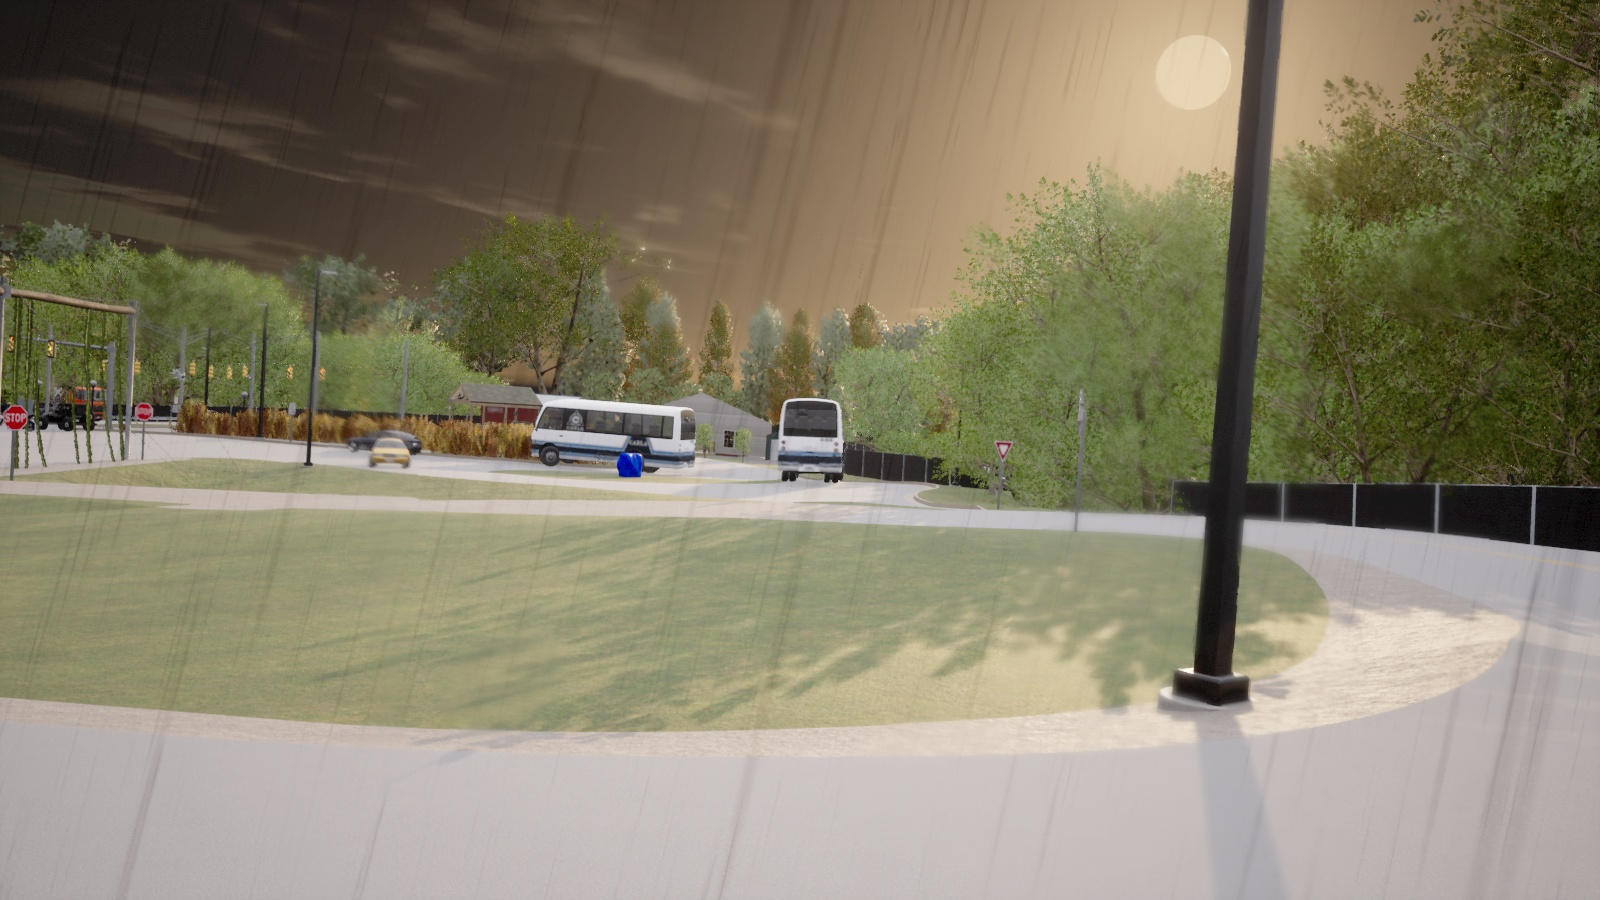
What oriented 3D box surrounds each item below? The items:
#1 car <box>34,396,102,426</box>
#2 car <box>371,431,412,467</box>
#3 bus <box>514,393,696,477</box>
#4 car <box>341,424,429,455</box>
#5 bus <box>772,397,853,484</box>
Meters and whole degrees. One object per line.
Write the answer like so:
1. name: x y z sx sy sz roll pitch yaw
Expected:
1. car: -49.184 -2.612 84.377 3.866 1.878 1.905 3 2 19
2. car: -20.562 -0.068 63.133 1.801 1.575 5.366 3 1 -19
3. bus: -12.136 -0.997 78.415 10.273 4.253 3.944 5 3 14
4. car: -25.320 -0.651 76.689 4.792 1.488 2.163 5 2 23
5. bus: 0.752 -0.359 68.884 3.944 4.253 10.273 2 -2 2
